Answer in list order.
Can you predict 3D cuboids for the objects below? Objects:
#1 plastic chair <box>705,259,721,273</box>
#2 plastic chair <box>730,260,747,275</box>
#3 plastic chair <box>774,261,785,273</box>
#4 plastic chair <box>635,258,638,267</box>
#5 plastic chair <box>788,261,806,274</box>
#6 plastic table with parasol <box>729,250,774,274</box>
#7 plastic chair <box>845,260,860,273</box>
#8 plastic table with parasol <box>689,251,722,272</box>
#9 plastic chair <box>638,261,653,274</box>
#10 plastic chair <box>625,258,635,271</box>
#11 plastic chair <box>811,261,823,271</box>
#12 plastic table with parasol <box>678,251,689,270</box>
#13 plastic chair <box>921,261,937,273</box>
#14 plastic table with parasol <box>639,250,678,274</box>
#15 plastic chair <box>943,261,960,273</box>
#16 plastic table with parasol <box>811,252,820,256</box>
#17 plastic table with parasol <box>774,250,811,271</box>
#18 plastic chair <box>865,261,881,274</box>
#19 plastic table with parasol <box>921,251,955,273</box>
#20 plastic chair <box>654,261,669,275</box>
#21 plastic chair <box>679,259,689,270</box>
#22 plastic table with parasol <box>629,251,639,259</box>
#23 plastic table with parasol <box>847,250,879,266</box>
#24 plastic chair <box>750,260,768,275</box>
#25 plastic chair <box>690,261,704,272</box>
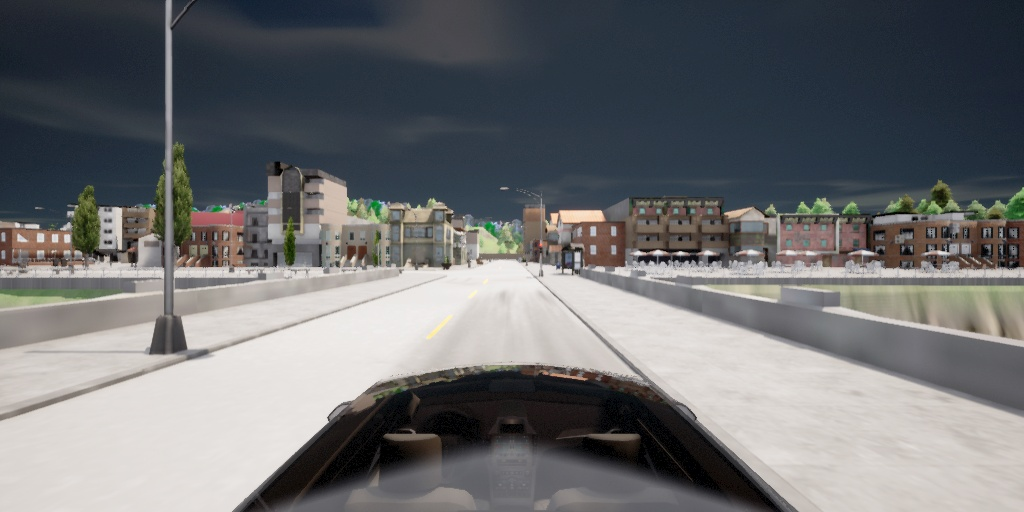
[{"bbox_3d":[22.800,1.233,40.656,0.750,1.272,0.730,0,0,0],"label":"plastic chair"},{"bbox_3d":[22.599,1.232,35.856,0.730,1.272,0.750,0,0,0],"label":"plastic chair"},{"bbox_3d":[29.331,1.234,39.751,0.730,1.272,0.750,0,0,-1],"label":"plastic chair"},{"bbox_3d":[15.800,1.233,43.757,0.750,1.272,0.730,0,0,0],"label":"plastic chair"},{"bbox_3d":[30.499,1.234,38.355,0.750,1.272,0.730,0,0,0],"label":"plastic chair"},{"bbox_3d":[23.799,0.628,35.806,2.482,2.480,2.482,0,0,0],"label":"plastic table with parasol"},{"bbox_3d":[36.662,1.234,38.752,0.730,1.272,0.750,0,0,0],"label":"plastic chair"},{"bbox_3d":[22.900,0.629,42.006,2.482,2.480,2.482,0,0,0],"label":"plastic table with parasol"},{"bbox_3d":[13.899,1.231,37.358,0.730,1.272,0.750,0,0,0],"label":"plastic chair"},{"bbox_3d":[14.700,1.233,45.157,0.730,1.272,0.750,0,0,0],"label":"plastic chair"},{"bbox_3d":[37.400,1.236,43.954,0.750,1.272,0.730,0,0,0],"label":"plastic chair"},{"bbox_3d":[22.511,0.630,47.926,2.482,2.480,2.482,0,0,0],"label":"plastic table with parasol"},{"bbox_3d":[46.800,1.236,40.353,0.730,1.272,0.750,0,0,0],"label":"plastic chair"},{"bbox_3d":[15.169,0.628,37.217,2.482,2.480,2.482,0,0,0],"label":"plastic table with parasol"},{"bbox_3d":[47.899,1.236,38.952,0.750,1.272,0.730,0,0,0],"label":"plastic chair"},{"bbox_3d":[37.430,0.632,45.414,2.482,2.480,2.482,0,0,0],"label":"plastic table with parasol"},{"bbox_3d":[30.510,0.630,39.635,2.482,2.480,2.482,0,0,0],"label":"plastic table with parasol"},{"bbox_3d":[37.799,1.235,37.354,0.750,1.272,0.730,0,0,0],"label":"plastic chair"},{"bbox_3d":[48.000,0.633,40.452,2.482,2.480,2.482,0,0,0],"label":"plastic table with parasol"},{"bbox_3d":[14.999,1.231,35.957,0.750,1.272,0.730,0,0,0],"label":"plastic chair"},{"bbox_3d":[22.501,1.234,46.456,0.750,1.272,0.730,0,0,0],"label":"plastic chair"},{"bbox_3d":[15.920,0.629,45.037,2.482,2.480,2.482,0,0,0],"label":"plastic table with parasol"},{"bbox_3d":[37.790,0.631,38.664,2.482,2.480,2.482,0,0,0],"label":"plastic table with parasol"},{"bbox_3d":[23.699,1.232,34.456,0.750,1.272,0.730,0,0,0],"label":"plastic chair"},{"bbox_3d":[21.700,1.233,42.056,0.730,1.272,0.750,0,0,0],"label":"plastic chair"}]
